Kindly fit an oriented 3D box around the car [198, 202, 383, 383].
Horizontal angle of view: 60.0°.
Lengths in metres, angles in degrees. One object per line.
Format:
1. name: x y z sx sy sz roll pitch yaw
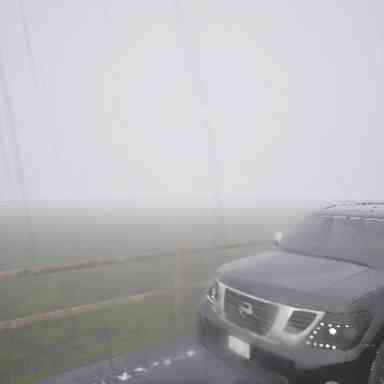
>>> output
1. car: 2.732 1.218 5.001 5.566 2.045 2.150 0 0 -35
